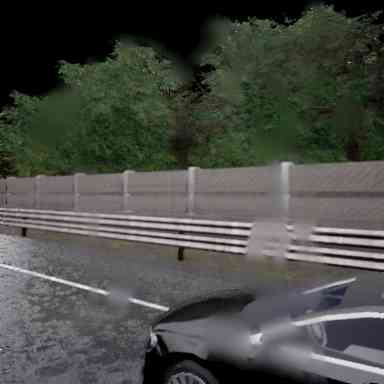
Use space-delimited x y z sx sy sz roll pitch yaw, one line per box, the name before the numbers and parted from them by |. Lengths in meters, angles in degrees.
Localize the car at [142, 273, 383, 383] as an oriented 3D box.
car | 1.719 1.493 2.779 4.902 1.511 2.128 0 0 36
